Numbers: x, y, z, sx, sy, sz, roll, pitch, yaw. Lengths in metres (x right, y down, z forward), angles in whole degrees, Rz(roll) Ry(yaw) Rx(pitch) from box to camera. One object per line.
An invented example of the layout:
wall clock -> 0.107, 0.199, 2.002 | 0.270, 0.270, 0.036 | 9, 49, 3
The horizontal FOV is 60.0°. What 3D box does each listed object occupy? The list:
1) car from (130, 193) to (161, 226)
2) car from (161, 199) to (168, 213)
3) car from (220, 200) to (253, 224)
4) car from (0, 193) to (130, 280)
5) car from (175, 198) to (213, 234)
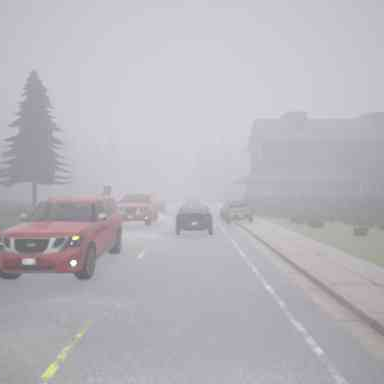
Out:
car -> -3.574, 1.067, 22.134 | 2.150, 2.045, 5.566 | 0, 0, 0
car -> -3.540, 1.366, 33.420 | 1.895, 1.301, 4.718 | 0, 0, 0
car -> 2.986, 1.293, 23.208 | 1.816, 1.474, 4.193 | -6, 1, -2
car -> -3.591, 1.146, 10.080 | 2.150, 2.045, 5.566 | 0, 1, 0
car -> 0.112, 1.348, 18.388 | 1.882, 1.535, 5.008 | 0, 0, 0
